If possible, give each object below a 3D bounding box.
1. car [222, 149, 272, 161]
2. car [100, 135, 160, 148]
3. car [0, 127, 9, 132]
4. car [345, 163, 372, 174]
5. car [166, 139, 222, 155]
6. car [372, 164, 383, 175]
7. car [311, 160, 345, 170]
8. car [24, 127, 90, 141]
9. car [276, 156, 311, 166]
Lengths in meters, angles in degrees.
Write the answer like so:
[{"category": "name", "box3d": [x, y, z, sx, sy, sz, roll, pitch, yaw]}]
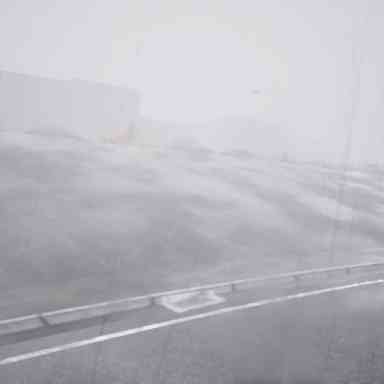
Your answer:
[{"category": "car", "box3d": [4.962, -3.298, 32.365, 4.792, 1.488, 2.163, 3, -1, -28]}, {"category": "car", "box3d": [-5.063, -3.848, 27.287, 5.008, 1.535, 2.097, 3, -1, -25]}, {"category": "car", "box3d": [-15.162, -4.355, 22.719, 4.892, 1.521, 2.231, 3, -1, -23]}, {"category": "car", "box3d": [19.323, -2.666, 40.618, 4.553, 1.767, 2.185, 3, -1, -31]}, {"category": "car", "box3d": [-0.105, -3.717, 29.724, 4.553, 1.767, 2.185, 3, -1, -26]}, {"category": "car", "box3d": [24.070, -2.491, 43.606, 5.566, 2.045, 2.435, 4, -2, -32]}, {"category": "car", "box3d": [14.500, -2.819, 37.704, 4.892, 1.521, 2.231, 3, -1, -30]}, {"category": "car", "box3d": [-10.090, -4.064, 24.948, 4.674, 1.452, 2.002, 3, -1, -24]}, {"category": "car", "box3d": [9.802, -3.032, 35.007, 4.674, 1.452, 2.002, 3, -1, -29]}]
